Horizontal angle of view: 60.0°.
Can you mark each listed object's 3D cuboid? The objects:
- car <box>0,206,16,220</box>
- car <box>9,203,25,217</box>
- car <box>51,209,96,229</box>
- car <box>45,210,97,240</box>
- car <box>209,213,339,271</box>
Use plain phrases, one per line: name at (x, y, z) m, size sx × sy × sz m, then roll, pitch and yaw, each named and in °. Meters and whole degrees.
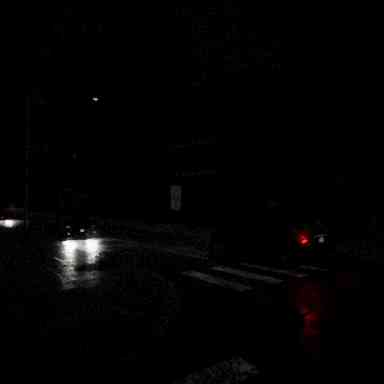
car at (-23.323, 2.735, 40.585) m, size 1.895 × 1.301 × 4.718 m, roll 1°, pitch -3°, yaw -37°
car at (-25.105, 2.601, 47.572) m, size 2.150 × 2.045 × 5.566 m, roll 1°, pitch -3°, yaw -38°
car at (-10.217, 2.240, 28.393) m, size 2.033 × 1.411 × 5.357 m, roll 1°, pitch -2°, yaw -38°
car at (-7.199, 1.973, 19.699) m, size 1.994 × 1.385 × 4.181 m, roll 1°, pitch -2°, yaw -38°
car at (2.646, 1.534, 11.833) m, size 2.097 × 1.767 × 4.553 m, roll 1°, pitch -2°, yaw -38°
